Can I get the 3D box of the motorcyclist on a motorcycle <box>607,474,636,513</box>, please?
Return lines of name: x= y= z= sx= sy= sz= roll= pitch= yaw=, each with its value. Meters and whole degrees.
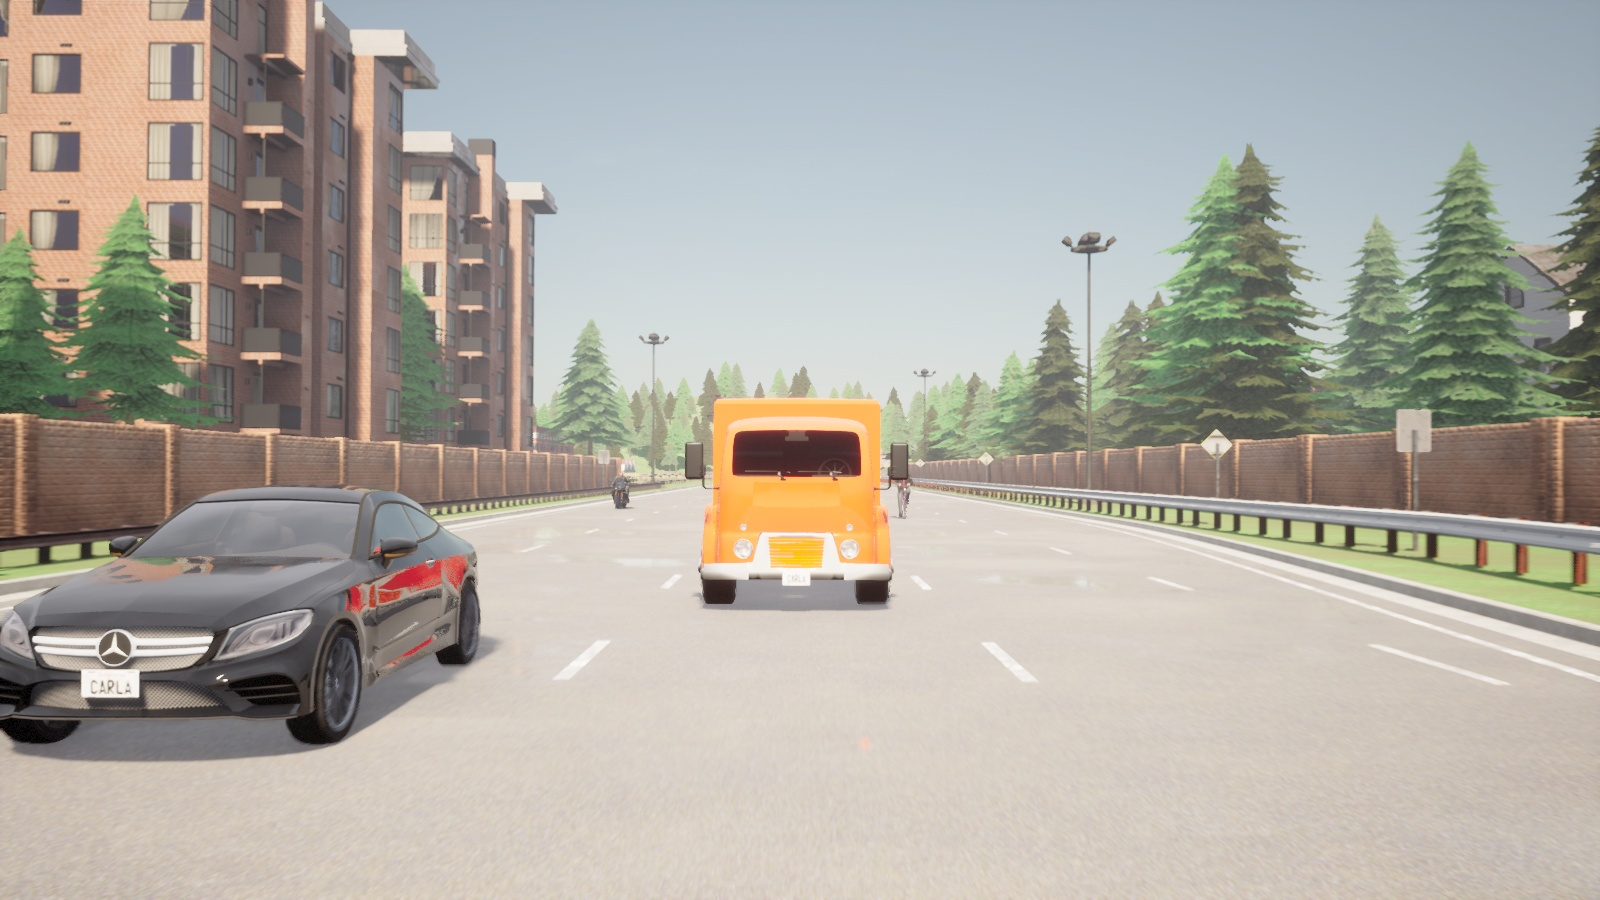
motorcyclist on a motorcycle: x=-7.122 y=1.717 z=50.154 sx=0.866 sy=1.530 sz=2.191 roll=0 pitch=-1 yaw=0

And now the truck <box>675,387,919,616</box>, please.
truck: x=-0.041 y=0.599 z=16.213 sx=2.627 sy=2.467 sz=5.204 roll=0 pitch=-1 yaw=0

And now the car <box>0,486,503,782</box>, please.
car: x=-3.515 y=1.000 z=8.728 sx=1.812 sy=1.442 sz=4.674 roll=0 pitch=-1 yaw=0
